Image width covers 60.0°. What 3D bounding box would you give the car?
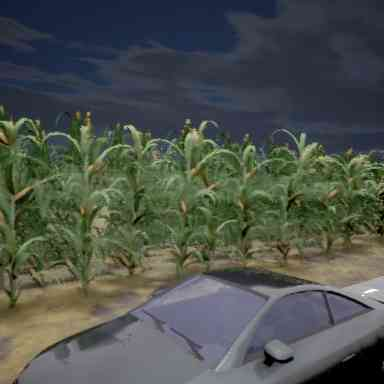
[{"bbox_3d":[0.461,1.565,3.393,4.181,1.385,1.994,0,0,-36],"label":"car"}]
